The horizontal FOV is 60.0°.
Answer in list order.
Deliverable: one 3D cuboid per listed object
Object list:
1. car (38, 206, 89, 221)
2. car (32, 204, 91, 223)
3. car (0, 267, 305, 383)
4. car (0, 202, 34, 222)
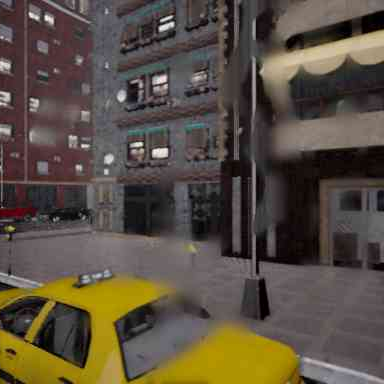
[{"bbox_3d":[-12.889,2.099,33.698,1.887,1.381,4.507,-1,-2,35],"label":"car"},{"bbox_3d":[-11.749,2.023,30.802,1.837,1.490,4.892,0,-1,35],"label":"car"},{"bbox_3d":[-1.267,1.544,3.775,4.829,1.417,1.752,0,0,35],"label":"car"},{"bbox_3d":[-16.182,1.767,29.057,2.192,1.841,5.009,-1,-2,35],"label":"car"}]
